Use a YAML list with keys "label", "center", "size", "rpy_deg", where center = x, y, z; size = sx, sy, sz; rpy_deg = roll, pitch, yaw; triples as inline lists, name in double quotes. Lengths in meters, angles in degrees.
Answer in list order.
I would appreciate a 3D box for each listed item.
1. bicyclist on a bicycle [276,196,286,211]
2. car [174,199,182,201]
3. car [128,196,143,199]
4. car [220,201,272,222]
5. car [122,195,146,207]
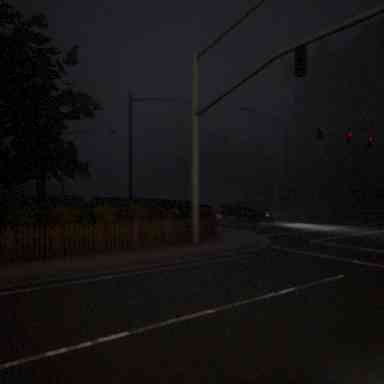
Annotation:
- label: "bicyclist on a bicycle"
  center: [10.103, 1.302, 37.841]
  size: [1.656, 1.620, 0.582]
  rpy_deg: [0, 0, -35]
- label: "car"
  center: [-1.446, 1.525, 35.248]
  size: [1.812, 1.442, 4.674]
  rpy_deg: [0, 0, -35]
- label: "car"
  center: [-7.283, 1.546, 43.699]
  size: [2.033, 1.411, 5.357]
  rpy_deg: [0, 0, -34]
- label: "car"
  center: [4.280, 1.491, 26.956]
  size: [2.128, 1.511, 4.902]
  rpy_deg: [0, 0, -35]
- label: "car"
  center: [-9.385, 1.350, 53.194]
  size: [2.097, 1.767, 4.553]
  rpy_deg: [0, 0, -35]
